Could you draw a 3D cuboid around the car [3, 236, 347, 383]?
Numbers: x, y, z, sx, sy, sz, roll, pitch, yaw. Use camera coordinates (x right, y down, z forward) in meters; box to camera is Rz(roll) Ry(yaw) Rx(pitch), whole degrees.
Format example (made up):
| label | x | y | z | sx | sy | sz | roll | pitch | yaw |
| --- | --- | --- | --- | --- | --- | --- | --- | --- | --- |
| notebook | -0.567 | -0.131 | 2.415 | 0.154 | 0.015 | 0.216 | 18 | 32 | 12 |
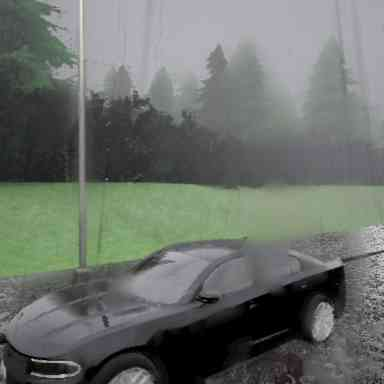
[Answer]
| label | x | y | z | sx | sy | sz | roll | pitch | yaw |
| --- | --- | --- | --- | --- | --- | --- | --- | --- | --- |
| car | 0.181 | 1.458 | 4.735 | 5.008 | 1.535 | 1.882 | 0 | 0 | -36 |
